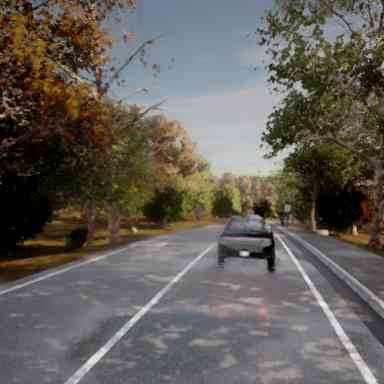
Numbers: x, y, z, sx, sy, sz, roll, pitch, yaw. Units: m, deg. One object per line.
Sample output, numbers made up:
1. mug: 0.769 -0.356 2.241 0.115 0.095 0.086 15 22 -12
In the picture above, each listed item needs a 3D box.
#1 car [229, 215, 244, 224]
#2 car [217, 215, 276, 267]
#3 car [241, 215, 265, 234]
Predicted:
1. car: 7.942 4.849 59.197 2.033 1.411 5.357 0 -4 15
2. car: 2.067 1.729 12.377 2.128 1.511 4.902 0 -2 12
3. car: 5.159 2.671 28.058 1.812 1.442 4.674 0 -4 12
